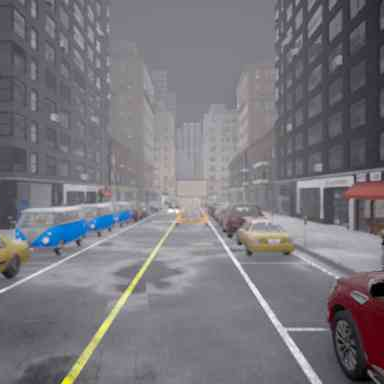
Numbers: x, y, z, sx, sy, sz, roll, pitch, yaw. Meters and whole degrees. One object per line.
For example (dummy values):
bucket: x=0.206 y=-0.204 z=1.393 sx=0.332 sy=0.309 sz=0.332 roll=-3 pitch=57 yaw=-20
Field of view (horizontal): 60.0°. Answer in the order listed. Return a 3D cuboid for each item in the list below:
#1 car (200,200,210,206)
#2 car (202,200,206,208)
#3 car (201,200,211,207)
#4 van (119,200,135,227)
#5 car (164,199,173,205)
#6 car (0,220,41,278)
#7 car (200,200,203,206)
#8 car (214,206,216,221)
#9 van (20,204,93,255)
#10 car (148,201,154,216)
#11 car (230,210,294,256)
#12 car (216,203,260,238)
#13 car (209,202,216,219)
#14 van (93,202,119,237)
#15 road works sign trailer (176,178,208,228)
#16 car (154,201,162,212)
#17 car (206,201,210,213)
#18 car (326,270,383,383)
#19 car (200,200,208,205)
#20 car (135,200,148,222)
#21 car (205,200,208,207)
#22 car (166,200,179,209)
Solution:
car: x=2.887 y=2.465 z=75.166 sx=1.947 sy=1.339 sz=4.313 roll=-1 pitch=-1 yaw=0
car: x=2.873 y=2.127 z=47.239 sx=2.008 sy=1.369 sz=4.403 roll=-1 pitch=-1 yaw=0
car: x=2.884 y=2.363 z=69.751 sx=1.752 sy=1.417 sz=4.829 roll=-1 pitch=-1 yaw=0
van: x=-5.672 y=1.650 z=24.902 sx=1.690 sy=1.788 sz=3.998 roll=-1 pitch=-1 yaw=0
car: x=-5.656 y=2.507 z=80.753 sx=1.887 sy=1.381 sz=4.507 roll=-1 pitch=-1 yaw=0
car: x=-5.675 y=1.627 z=7.973 sx=1.752 sy=1.417 sz=4.829 roll=-1 pitch=-1 yaw=0
car: x=2.881 y=2.323 z=63.995 sx=2.008 sy=1.369 sz=4.403 roll=-1 pitch=-1 yaw=0
car: x=2.863 y=1.891 z=24.896 sx=1.802 sy=1.307 sz=4.206 roll=-1 pitch=-1 yaw=0
van: x=-5.675 y=1.514 z=13.731 sx=1.690 sy=1.788 sz=3.998 roll=-1 pitch=-1 yaw=0
car: x=-5.669 y=1.883 z=36.071 sx=1.967 sy=1.590 sz=4.097 roll=-1 pitch=-1 yaw=0
car: x=2.857 y=1.700 z=13.896 sx=1.752 sy=1.417 sz=4.829 roll=-1 pitch=-1 yaw=0
car: x=2.857 y=1.556 z=19.314 sx=2.192 sy=1.841 sz=5.009 roll=-1 pitch=-1 yaw=0
car: x=2.865 y=1.903 z=30.653 sx=1.752 sy=1.417 sz=4.829 roll=-1 pitch=-1 yaw=0
van: x=-5.674 y=1.582 z=19.317 sx=1.690 sy=1.788 sz=3.998 roll=-1 pitch=-1 yaw=0
road works sign trailer: x=0.013 y=0.771 z=24.744 sx=2.380 sy=3.560 sz=2.880 roll=0 pitch=-1 yaw=0
car: x=-5.666 y=2.017 z=47.242 sx=1.967 sy=1.590 sz=4.097 roll=-1 pitch=-1 yaw=0
car: x=2.868 y=2.009 z=36.068 sx=1.947 sy=1.339 sz=4.313 roll=-1 pitch=-1 yaw=0
car: x=2.849 y=1.349 z=2.558 sx=2.192 sy=1.841 sz=5.009 roll=-1 pitch=-1 yaw=0
car: x=2.889 y=2.544 z=80.752 sx=1.802 sy=1.307 sz=4.206 roll=-1 pitch=-1 yaw=0
car: x=-5.671 y=1.691 z=30.488 sx=2.192 sy=1.841 sz=5.009 roll=-1 pitch=-1 yaw=0
car: x=2.870 y=2.076 z=41.653 sx=1.947 sy=1.339 sz=4.313 roll=-1 pitch=-1 yaw=0
car: x=-3.042 y=2.188 z=57.447 sx=2.128 sy=1.511 sz=4.902 roll=0 pitch=-1 yaw=0
